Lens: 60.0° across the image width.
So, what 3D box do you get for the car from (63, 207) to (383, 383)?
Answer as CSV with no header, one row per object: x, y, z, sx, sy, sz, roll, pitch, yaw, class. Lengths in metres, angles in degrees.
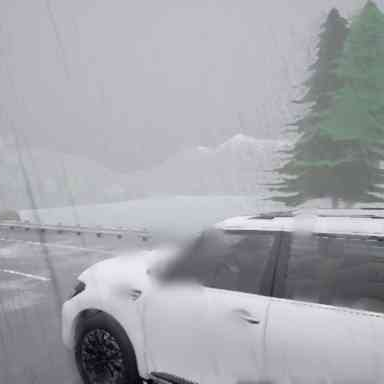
1.070,1.188,3.415,5.566,2.045,2.150,0,0,34,car
